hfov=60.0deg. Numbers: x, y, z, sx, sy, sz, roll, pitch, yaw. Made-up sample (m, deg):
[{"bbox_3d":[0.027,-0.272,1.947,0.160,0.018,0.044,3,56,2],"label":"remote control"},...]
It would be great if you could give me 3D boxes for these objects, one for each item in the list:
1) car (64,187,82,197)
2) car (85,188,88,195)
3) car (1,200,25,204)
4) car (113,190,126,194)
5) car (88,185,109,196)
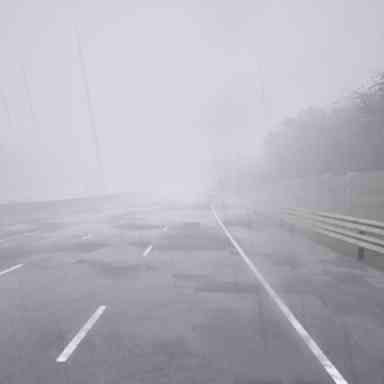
[{"bbox_3d":[-25.221,-0.068,70.492,2.150,2.045,5.566,0,2,0],"label":"car"},{"bbox_3d":[-22.150,-0.421,74.617,2.150,2.045,5.566,0,2,3],"label":"car"},{"bbox_3d":[-17.110,1.411,31.575,1.895,1.301,4.718,0,1,2],"label":"car"},{"bbox_3d":[-15.370,0.325,70.554,1.994,1.385,4.181,0,2,3],"label":"car"},{"bbox_3d":[-18.970,0.075,68.907,2.150,2.045,5.566,0,2,3],"label":"car"}]
